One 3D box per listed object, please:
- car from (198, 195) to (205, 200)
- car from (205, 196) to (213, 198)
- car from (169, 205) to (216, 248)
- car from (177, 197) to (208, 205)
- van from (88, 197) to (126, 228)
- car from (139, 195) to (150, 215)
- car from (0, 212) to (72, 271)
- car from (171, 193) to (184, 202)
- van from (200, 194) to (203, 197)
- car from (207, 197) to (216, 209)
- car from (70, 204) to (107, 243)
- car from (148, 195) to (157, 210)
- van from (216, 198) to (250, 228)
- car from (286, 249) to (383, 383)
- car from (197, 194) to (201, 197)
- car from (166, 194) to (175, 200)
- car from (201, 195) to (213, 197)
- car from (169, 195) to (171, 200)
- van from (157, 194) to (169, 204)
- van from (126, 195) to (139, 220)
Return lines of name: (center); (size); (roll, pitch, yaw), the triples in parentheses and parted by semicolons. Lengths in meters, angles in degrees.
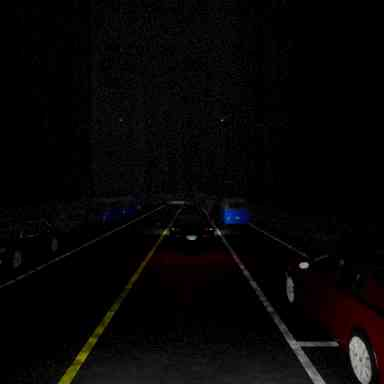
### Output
car: (2.760, 1.546, 95.344); (1.947, 1.339, 4.313); (0, 0, 0)
car: (2.760, 1.576, 44.579); (1.802, 1.307, 4.206); (0, 0, 0)
car: (0.000, 1.531, 14.651); (1.812, 1.442, 4.674); (0, 0, 0)
car: (0.000, 1.492, 29.651); (2.128, 1.511, 4.902); (0, 0, 0)
van: (-5.767, 1.337, 22.011); (1.690, 1.788, 3.998); (0, 0, 0)
car: (-5.766, 1.435, 33.293); (1.967, 1.590, 4.097); (0, 0, 0)
car: (-5.766, 1.548, 10.730); (2.008, 1.369, 4.403); (0, 0, 0)
car: (-3.000, 1.303, 75.985); (2.097, 1.767, 4.553); (0, 0, 0)
van: (2.759, 1.333, 55.860); (1.690, 1.788, 3.998); (0, 0, 0)
car: (2.760, 1.577, 38.938); (1.802, 1.307, 4.206); (0, 0, 0)
car: (-5.766, 1.522, 16.200); (1.752, 1.417, 4.829); (0, 0, 0)
car: (-5.766, 1.310, 38.934); (2.192, 1.841, 5.009); (0, 0, 0)
van: (2.759, 1.337, 22.016); (1.690, 1.788, 3.998); (0, 0, 0)
car: (2.759, 1.542, 5.094); (1.887, 1.381, 4.507); (0, 0, 0)
car: (2.361, 1.465, 80.159); (1.882, 1.535, 5.008); (0, 0, 0)
car: (-5.765, 1.423, 89.702); (1.967, 1.590, 4.097); (0, 0, 0)
car: (2.760, 1.559, 50.219); (1.947, 1.339, 4.313); (0, 0, 0)
car: (-5.765, 1.535, 67.139); (1.887, 1.381, 4.507); (0, 0, 0)
van: (-5.766, 1.332, 61.498); (1.690, 1.788, 3.998); (0, 0, 0)
van: (-5.766, 1.337, 27.652); (1.690, 1.788, 3.998); (0, 0, 0)
